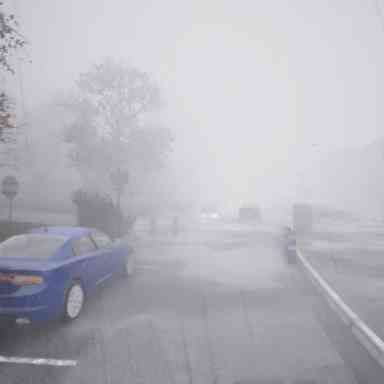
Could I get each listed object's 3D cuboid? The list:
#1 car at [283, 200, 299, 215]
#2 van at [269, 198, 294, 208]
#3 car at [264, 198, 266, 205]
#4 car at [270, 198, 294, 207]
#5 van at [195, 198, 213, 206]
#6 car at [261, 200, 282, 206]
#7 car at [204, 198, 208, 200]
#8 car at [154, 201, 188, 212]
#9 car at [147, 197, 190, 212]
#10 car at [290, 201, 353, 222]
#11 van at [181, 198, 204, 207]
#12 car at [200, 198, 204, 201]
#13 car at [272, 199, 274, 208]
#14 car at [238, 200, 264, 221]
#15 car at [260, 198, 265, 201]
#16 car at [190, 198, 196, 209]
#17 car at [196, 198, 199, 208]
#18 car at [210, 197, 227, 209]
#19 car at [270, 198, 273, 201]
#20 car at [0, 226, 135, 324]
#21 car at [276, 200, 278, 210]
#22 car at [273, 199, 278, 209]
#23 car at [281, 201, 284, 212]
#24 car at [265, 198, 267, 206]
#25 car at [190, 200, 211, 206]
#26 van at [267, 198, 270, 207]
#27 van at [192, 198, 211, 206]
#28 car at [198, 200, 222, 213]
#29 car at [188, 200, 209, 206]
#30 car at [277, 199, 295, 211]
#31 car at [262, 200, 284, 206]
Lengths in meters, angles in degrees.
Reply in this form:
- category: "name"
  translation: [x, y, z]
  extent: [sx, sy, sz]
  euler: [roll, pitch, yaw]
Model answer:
- category: "car"
  translation: [12.595, 1.891, 34.896]
  extent: [4.892, 1.521, 2.231]
  euler: [1, 0, -11]
- category: "van"
  translation: [17.871, 2.199, 66.779]
  extent: [4.442, 1.987, 1.878]
  euler: [1, -1, -11]
- category: "car"
  translation: [18.195, 2.348, 69.644]
  extent: [4.553, 1.767, 2.185]
  euler: [1, -1, -11]
- category: "car"
  translation: [15.412, 2.173, 52.272]
  extent: [4.892, 1.521, 2.231]
  euler: [1, -1, -11]
- category: "van"
  translation: [3.120, 2.520, 87.122]
  extent: [4.442, 1.987, 1.878]
  euler: [0, -2, -11]
- category: "car"
  translation: [22.162, 2.950, 92.835]
  extent: [5.366, 1.575, 1.946]
  euler: [1, -1, -11]
- category: "car"
  translation: [-0.110, 2.345, 66.788]
  extent: [5.366, 1.575, 1.946]
  euler: [0, -1, -11]
- category: "car"
  translation: [-3.148, 2.085, 49.306]
  extent: [4.792, 1.488, 2.163]
  euler: [0, -1, -11]
- category: "car"
  translation: [-3.567, 1.757, 46.423]
  extent: [5.566, 2.045, 2.435]
  euler: [0, -1, -11]
- category: "car"
  translation: [11.646, 1.797, 29.111]
  extent: [4.892, 1.521, 2.231]
  euler: [1, -1, -11]
- category: "van"
  translation: [0.063, 2.176, 69.637]
  extent: [4.442, 1.987, 1.878]
  euler: [0, -1, -11]
- category: "car"
  translation: [-0.756, 2.298, 63.843]
  extent: [4.892, 1.521, 2.231]
  euler: [0, -1, -11]
- category: "car"
  translation: [14.907, 2.154, 49.369]
  extent: [4.792, 1.488, 2.163]
  euler: [1, -1, -11]
- category: "car"
  translation: [5.185, 1.745, 29.666]
  extent: [1.882, 1.535, 5.008]
  euler: [0, -1, 11]
- category: "car"
  translation: [19.194, 2.336, 75.447]
  extent: [5.566, 2.045, 2.435]
  euler: [1, -1, -11]
- category: "car"
  translation: [-2.150, 2.024, 55.135]
  extent: [4.553, 1.767, 2.185]
  euler: [0, -1, -11]
- category: "car"
  translation: [-1.735, 2.228, 58.026]
  extent: [4.792, 1.488, 2.163]
  euler: [0, -1, -11]
- category: "car"
  translation: [5.059, 1.992, 60.029]
  extent: [2.150, 2.045, 5.566]
  euler: [0, -1, 10]
- category: "car"
  translation: [15.909, 2.095, 55.172]
  extent: [4.553, 1.767, 2.185]
  euler: [1, -1, -11]
- category: "car"
  translation: [-2.775, 1.498, 7.403]
  extent: [2.097, 1.535, 5.008]
  euler: [0, 0, 8]
- category: "car"
  translation: [13.999, 2.071, 43.584]
  extent: [4.674, 1.452, 2.002]
  euler: [1, -1, -11]
- category: "car"
  translation: [14.476, 2.079, 46.475]
  extent: [4.892, 1.521, 2.231]
  euler: [1, -1, -11]
- category: "car"
  translation: [13.060, 1.977, 37.792]
  extent: [4.674, 1.452, 2.002]
  euler: [1, -1, -11]
- category: "car"
  translation: [17.278, 2.369, 63.856]
  extent: [5.008, 1.535, 2.097]
  euler: [1, -1, -11]
- category: "car"
  translation: [2.060, 2.665, 81.283]
  extent: [4.674, 1.452, 2.002]
  euler: [0, -2, -11]
- category: "van"
  translation: [16.706, 2.090, 60.936]
  extent: [4.442, 1.987, 1.878]
  euler: [1, -1, -11]
- category: "van"
  translation: [2.420, 2.460, 84.163]
  extent: [4.442, 1.987, 1.878]
  euler: [0, -1, -11]
- category: "car"
  translation: [2.451, 2.113, 44.267]
  extent: [1.895, 1.301, 4.718]
  euler: [0, -1, 9]
- category: "car"
  translation: [1.591, 2.608, 78.376]
  extent: [4.674, 1.452, 2.002]
  euler: [0, -2, -11]
- category: "car"
  translation: [13.708, 1.985, 40.730]
  extent: [5.366, 1.575, 1.946]
  euler: [1, -1, -11]
- category: "car"
  translation: [21.223, 2.826, 87.051]
  extent: [5.366, 1.575, 1.946]
  euler: [1, -1, -11]
